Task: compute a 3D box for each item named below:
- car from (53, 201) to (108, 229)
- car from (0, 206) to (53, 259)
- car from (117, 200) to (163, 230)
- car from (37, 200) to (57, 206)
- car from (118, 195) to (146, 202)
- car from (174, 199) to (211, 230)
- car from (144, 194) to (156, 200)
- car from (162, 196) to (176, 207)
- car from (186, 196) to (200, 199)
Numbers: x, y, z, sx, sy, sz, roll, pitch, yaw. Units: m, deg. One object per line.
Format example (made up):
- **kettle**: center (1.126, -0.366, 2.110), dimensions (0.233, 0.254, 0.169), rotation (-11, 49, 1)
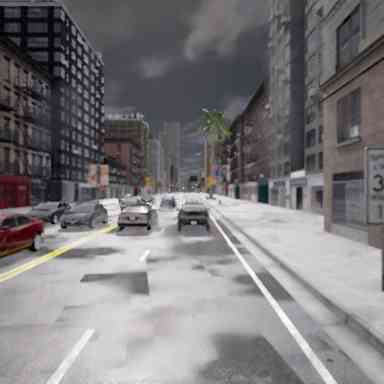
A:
- **car**: center (-6.583, 1.397, 20.738), dimensions (1.837, 1.490, 4.892), rotation (0, 1, 0)
- **car**: center (-6.590, 1.424, 10.809), dimensions (1.882, 1.535, 5.008), rotation (0, 0, 0)
- **car**: center (-3.153, 1.445, 20.115), dimensions (2.033, 1.411, 5.357), rotation (0, 0, 0)
- **car**: center (-9.838, 1.384, 23.307), dimensions (1.837, 1.490, 4.892), rotation (0, 1, 0)
- **car**: center (-6.517, 1.334, 36.012), dimensions (1.812, 1.442, 4.674), rotation (0, 0, 0)
- **car**: center (0.097, 1.401, 20.374), dimensions (1.837, 1.490, 4.892), rotation (0, 0, 0)
- **car**: center (-6.509, 1.035, 50.087), dimensions (1.837, 1.490, 4.892), rotation (0, 0, 0)
- **car**: center (-3.173, 1.282, 45.209), dimensions (1.812, 1.442, 4.674), rotation (0, 0, 0)
- **car**: center (0.078, 1.280, 45.622), dimensions (1.812, 1.442, 4.674), rotation (0, 0, 0)
